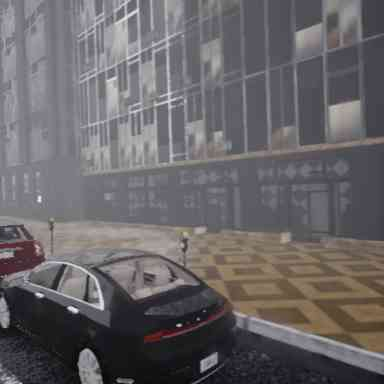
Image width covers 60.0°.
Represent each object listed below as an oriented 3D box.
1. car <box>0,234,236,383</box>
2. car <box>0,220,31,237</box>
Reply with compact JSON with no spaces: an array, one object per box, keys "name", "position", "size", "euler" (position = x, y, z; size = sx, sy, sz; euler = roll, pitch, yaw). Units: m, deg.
[{"name":"car","position":[-1.419,1.512,4.884],"size":[4.403,1.369,2.008],"euler":[-1,0,43]},{"name":"car","position":[-5.538,1.447,8.756],"size":[4.097,1.590,1.967],"euler":[-1,0,43]}]
